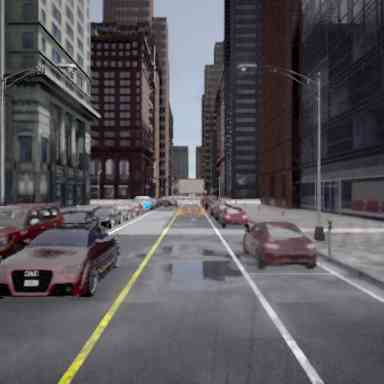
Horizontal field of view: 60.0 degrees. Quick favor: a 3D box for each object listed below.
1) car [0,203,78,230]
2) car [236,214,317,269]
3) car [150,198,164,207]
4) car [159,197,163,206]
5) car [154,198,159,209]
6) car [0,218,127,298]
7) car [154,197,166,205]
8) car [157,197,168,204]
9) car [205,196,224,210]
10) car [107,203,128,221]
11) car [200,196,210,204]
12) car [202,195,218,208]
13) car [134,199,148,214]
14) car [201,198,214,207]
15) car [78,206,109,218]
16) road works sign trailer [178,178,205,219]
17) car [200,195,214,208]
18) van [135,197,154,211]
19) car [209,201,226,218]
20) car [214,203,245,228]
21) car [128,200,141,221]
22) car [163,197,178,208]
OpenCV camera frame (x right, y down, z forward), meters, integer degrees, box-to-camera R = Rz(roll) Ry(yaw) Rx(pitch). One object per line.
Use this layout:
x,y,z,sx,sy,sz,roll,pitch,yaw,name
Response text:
-5.794,1.338,10.929,2.192,1.841,5.009,0,0,0,car
2.732,1.606,10.955,1.802,1.307,4.206,0,0,0,car
-5.902,1.704,56.022,1.947,1.339,4.313,0,0,0,car
-5.889,1.703,50.385,1.802,1.307,4.206,0,0,0,car
-5.875,1.629,44.578,1.752,1.417,4.829,0,0,0,car
-3.123,1.582,8.461,1.994,1.385,4.181,0,0,0,car
-5.916,1.722,61.658,1.947,1.339,4.313,0,0,0,car
-5.930,1.725,67.295,2.008,1.369,4.403,0,0,0,car
2.677,1.516,33.501,1.967,1.590,4.097,0,0,0,car
-5.820,1.613,22.202,1.947,1.339,4.313,0,0,0,car
2.595,1.615,67.317,1.967,1.590,4.097,0,0,0,car
2.635,1.437,50.409,2.192,1.841,5.009,0,0,0,car
-5.847,1.656,33.476,1.802,1.307,4.206,0,0,0,car
2.622,1.705,56.045,1.947,1.339,4.313,0,0,0,car
-5.806,1.601,16.566,1.947,1.339,4.313,0,0,0,car
-0.073,0.530,29.750,2.380,3.560,2.880,0,0,0,road works sign trailer
2.649,1.421,44.773,2.192,1.841,5.009,0,0,0,car
-5.862,1.430,39.113,1.690,1.788,3.998,0,0,0,van
2.691,1.644,27.865,1.802,1.307,4.206,0,0,0,car
2.705,1.631,22.228,1.802,1.307,4.206,0,0,0,car
-5.834,1.611,27.838,2.008,1.369,4.403,0,0,0,car
-3.198,1.687,51.125,1.994,1.385,4.181,0,0,0,car
